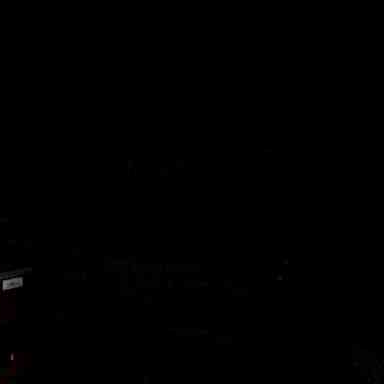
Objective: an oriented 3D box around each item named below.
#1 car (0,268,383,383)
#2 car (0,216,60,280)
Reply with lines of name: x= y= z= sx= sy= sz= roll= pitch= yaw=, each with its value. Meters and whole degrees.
car: x=0.085 y=1.590 z=2.751 sx=4.206 sy=1.307 sz=1.802 roll=0 pitch=0 yaw=36
car: x=-4.395 y=1.354 z=5.976 sx=5.009 sy=1.841 sz=2.192 roll=0 pitch=0 yaw=36
